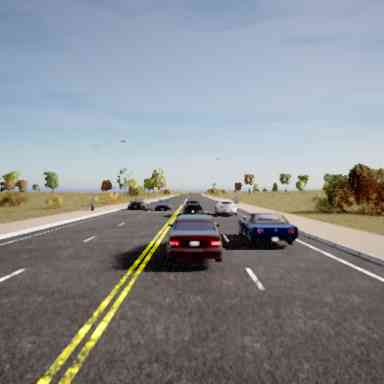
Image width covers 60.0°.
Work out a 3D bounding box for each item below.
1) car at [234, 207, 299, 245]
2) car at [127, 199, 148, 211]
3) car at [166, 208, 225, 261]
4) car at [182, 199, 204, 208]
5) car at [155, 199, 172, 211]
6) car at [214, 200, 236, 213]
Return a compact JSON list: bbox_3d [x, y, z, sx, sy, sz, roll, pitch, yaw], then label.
[{"bbox_3d":[3.344,1.593,15.536,1.895,1.301,4.718,0,0,0],"label":"car"},{"bbox_3d":[-6.587,1.542,40.644,1.994,1.385,4.181,0,0,0],"label":"car"},{"bbox_3d":[0.086,1.542,12.178,2.033,1.411,5.357,0,0,0],"label":"car"},{"bbox_3d":[0.096,1.488,32.223,1.837,1.490,4.892,0,0,0],"label":"car"},{"bbox_3d":[-3.342,1.526,40.009,2.033,1.411,5.357,0,0,0],"label":"car"},{"bbox_3d":[3.348,1.508,33.246,1.812,1.442,4.674,0,0,0],"label":"car"}]
